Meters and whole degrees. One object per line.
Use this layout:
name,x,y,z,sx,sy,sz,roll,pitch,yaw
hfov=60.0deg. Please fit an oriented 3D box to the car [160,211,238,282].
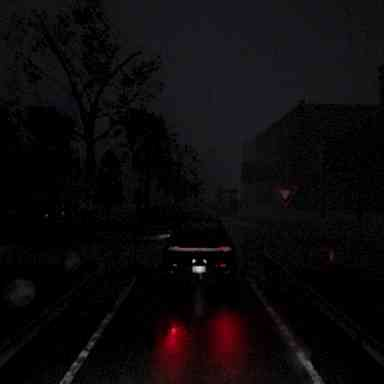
car,0.244,1.540,9.857,2.128,1.511,4.902,0,-1,2

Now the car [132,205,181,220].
car,-3.422,2.006,32.290,4.902,1.511,2.128,0,-2,18

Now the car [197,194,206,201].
car,2.358,1.270,81.416,2.097,1.767,4.553,0,0,5

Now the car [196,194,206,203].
car,1.784,1.645,71.120,2.033,1.411,5.357,0,0,3
